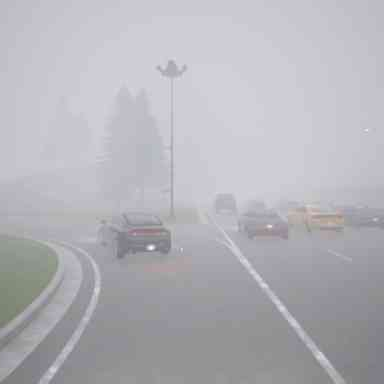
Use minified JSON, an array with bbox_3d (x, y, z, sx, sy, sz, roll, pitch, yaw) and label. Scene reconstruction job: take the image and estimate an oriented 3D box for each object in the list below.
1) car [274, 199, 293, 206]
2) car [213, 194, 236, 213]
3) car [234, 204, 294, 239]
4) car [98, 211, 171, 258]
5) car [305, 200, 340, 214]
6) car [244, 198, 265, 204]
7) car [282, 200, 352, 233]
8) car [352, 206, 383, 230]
[{"bbox_3d":[10.601,1.490,37.711,2.128,1.511,4.902,0,0,0],"label":"car"},{"bbox_3d":[3.601,1.220,36.902,2.150,2.045,5.566,0,0,0],"label":"car"},{"bbox_3d":[3.601,1.563,17.391,1.994,1.385,4.181,0,0,0],"label":"car"},{"bbox_3d":[-2.327,1.506,12.874,1.837,1.490,4.892,1,0,-25],"label":"car"},{"bbox_3d":[14.101,1.599,36.197,1.895,1.301,4.718,0,0,0],"label":"car"},{"bbox_3d":[7.101,1.503,37.831,1.837,1.490,4.892,0,0,0],"label":"car"},{"bbox_3d":[7.100,1.477,19.521,1.882,1.535,5.008,0,0,0],"label":"car"},{"bbox_3d":[10.601,1.563,21.251,1.994,1.385,4.181,0,0,0],"label":"car"}]
